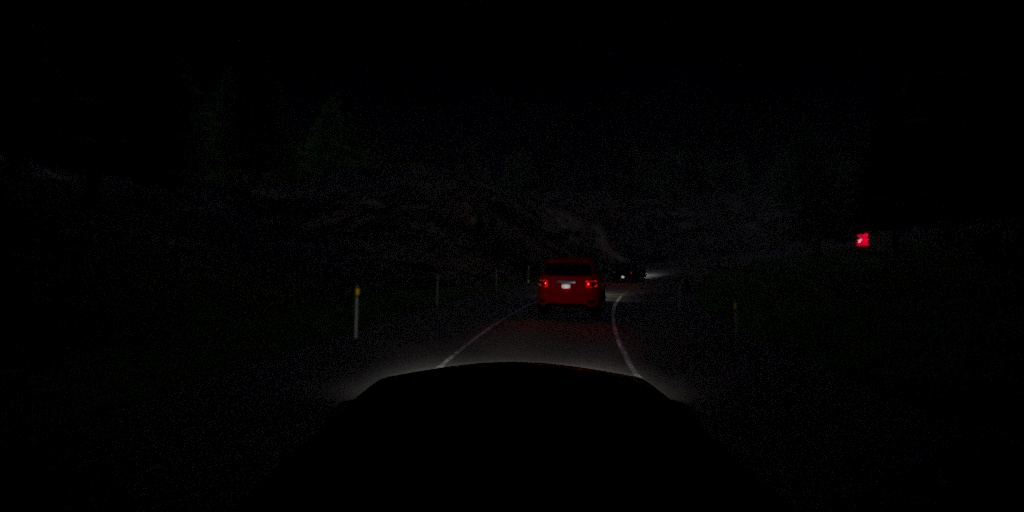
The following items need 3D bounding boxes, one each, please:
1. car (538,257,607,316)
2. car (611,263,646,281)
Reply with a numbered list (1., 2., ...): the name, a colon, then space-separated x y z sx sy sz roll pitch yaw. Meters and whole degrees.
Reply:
1. car: 2.503 1.064 14.234 2.150 2.045 5.566 0 0 16
2. car: 9.550 1.254 29.124 1.895 1.301 4.718 0 1 31
